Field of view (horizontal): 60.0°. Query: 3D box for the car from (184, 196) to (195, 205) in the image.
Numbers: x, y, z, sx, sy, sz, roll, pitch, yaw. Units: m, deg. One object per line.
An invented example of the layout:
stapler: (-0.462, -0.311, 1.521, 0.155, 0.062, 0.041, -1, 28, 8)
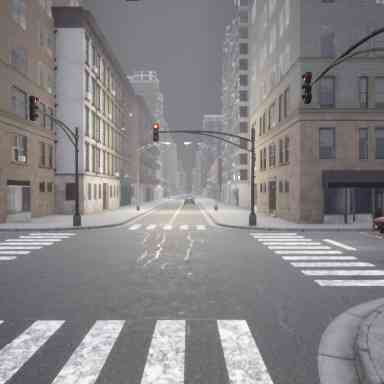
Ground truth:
car: (-0.457, 1.542, 59.184, 1.812, 1.442, 4.674, 0, 0, 0)

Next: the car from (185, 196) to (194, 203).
car: (-0.535, 1.548, 69.189, 1.812, 1.442, 4.674, 0, 0, 0)

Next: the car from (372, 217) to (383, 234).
car: (11.644, 1.530, 16.987, 4.507, 1.381, 1.887, 0, 0, 0)
